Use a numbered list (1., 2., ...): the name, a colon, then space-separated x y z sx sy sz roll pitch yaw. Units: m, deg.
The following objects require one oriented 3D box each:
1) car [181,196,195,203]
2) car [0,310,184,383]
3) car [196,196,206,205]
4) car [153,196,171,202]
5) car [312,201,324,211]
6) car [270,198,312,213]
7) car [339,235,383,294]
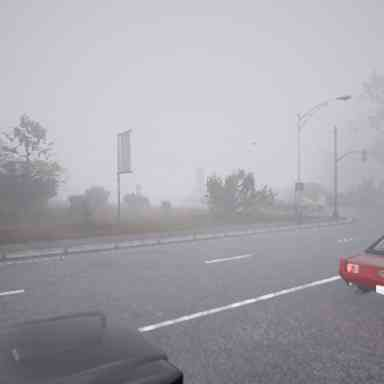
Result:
1. car: -0.056 1.450 65.627 2.033 1.411 5.357 0 0 -38
2. car: -2.317 1.598 2.084 4.718 1.301 1.895 0 0 -36
3. car: 3.711 1.134 55.348 2.150 2.045 5.566 0 0 -39
4. car: -6.781 1.501 73.901 1.895 1.301 4.718 0 0 -38
5. car: 12.666 1.400 38.304 1.882 1.535 5.008 0 0 -39
6. car: 10.039 1.536 35.983 1.895 1.301 4.718 0 0 -39
7. car: 5.520 1.606 7.690 4.718 1.301 1.895 0 0 -36
